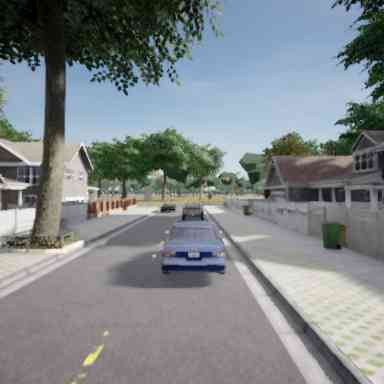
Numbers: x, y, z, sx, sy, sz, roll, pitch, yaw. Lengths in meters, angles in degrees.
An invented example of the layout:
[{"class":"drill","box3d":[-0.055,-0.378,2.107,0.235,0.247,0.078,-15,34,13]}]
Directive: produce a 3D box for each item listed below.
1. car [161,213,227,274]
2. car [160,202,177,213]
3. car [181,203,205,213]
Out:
[{"class":"car","box3d":[0.065,1.624,10.792,2.033,1.411,5.357,0,0,0]},{"class":"car","box3d":[-2.839,1.883,40.903,1.895,1.301,4.718,0,0,0]},{"class":"car","box3d":[0.078,1.697,29.750,2.128,1.511,4.902,0,-1,0]}]
